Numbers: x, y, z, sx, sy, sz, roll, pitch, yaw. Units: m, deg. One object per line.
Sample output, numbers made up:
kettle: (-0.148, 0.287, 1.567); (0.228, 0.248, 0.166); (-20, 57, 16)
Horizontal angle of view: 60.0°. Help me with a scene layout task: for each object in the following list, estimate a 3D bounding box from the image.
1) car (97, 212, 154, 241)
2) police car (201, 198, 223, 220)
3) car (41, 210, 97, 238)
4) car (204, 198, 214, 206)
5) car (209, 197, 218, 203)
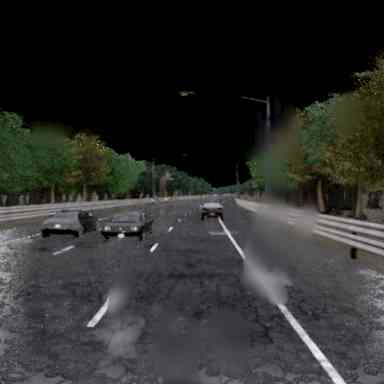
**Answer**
car: (-3.129, 1.695, 17.190); (1.895, 1.301, 4.718); (0, 0, 2)
police car: (1.804, 1.605, 30.007); (1.930, 1.638, 5.238); (0, 0, 3)
car: (-6.584, 1.662, 18.471); (1.994, 1.385, 4.181); (0, 0, 2)
car: (3.341, 1.926, 64.408); (1.812, 1.442, 4.674); (0, 0, 6)
car: (5.162, 1.922, 80.077); (1.812, 1.442, 4.674); (0, 0, 8)
